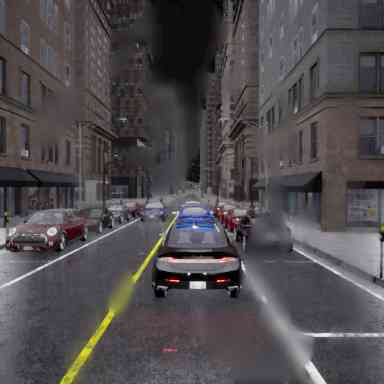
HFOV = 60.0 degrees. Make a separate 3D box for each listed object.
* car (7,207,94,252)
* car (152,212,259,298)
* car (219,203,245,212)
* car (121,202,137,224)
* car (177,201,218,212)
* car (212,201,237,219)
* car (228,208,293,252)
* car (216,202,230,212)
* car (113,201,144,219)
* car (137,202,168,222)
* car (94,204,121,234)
[{"bbox_3d":[-5.731,1.439,13.608,1.967,1.590,4.097,-1,0,0],"label":"car"},{"bbox_3d":[0.126,1.490,8.513,2.128,1.511,4.902,0,0,0],"label":"car"},{"bbox_3d":[2.814,1.543,19.084,1.887,1.381,4.507,-1,0,0],"label":"car"},{"bbox_3d":[-5.693,1.550,24.618,2.008,1.369,4.403,-1,0,0],"label":"car"},{"bbox_3d":[0.159,1.476,18.018,1.882,1.535,5.008,0,0,0],"label":"car"},{"bbox_3d":[2.850,1.544,30.095,1.887,1.381,4.507,-1,0,0],"label":"car"},{"bbox_3d":[2.796,1.564,13.580,1.947,1.339,4.313,-1,0,0],"label":"car"},{"bbox_3d":[2.832,1.544,24.590,1.887,1.381,4.507,-1,0,0],"label":"car"},{"bbox_3d":[-5.675,1.544,30.124,1.887,1.381,4.507,-1,0,0],"label":"car"},{"bbox_3d":[-2.925,1.525,26.509,1.812,1.442,4.674,0,0,1],"label":"car"},{"bbox_3d":[-5.711,1.565,19.113,1.947,1.339,4.313,-1,0,0],"label":"car"}]
